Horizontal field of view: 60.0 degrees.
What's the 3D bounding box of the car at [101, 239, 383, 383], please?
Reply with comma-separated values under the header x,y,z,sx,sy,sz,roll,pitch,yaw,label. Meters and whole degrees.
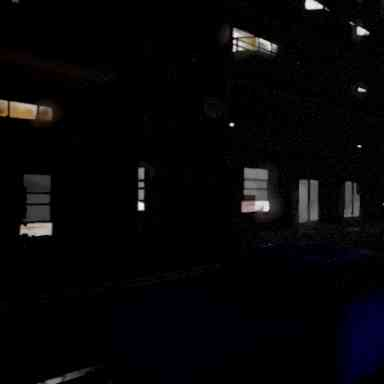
x,y,z,sx,sy,sz,roll,pitch,yaw,label
1.359,1.454,4.334,5.008,1.535,1.882,0,0,-35,car
